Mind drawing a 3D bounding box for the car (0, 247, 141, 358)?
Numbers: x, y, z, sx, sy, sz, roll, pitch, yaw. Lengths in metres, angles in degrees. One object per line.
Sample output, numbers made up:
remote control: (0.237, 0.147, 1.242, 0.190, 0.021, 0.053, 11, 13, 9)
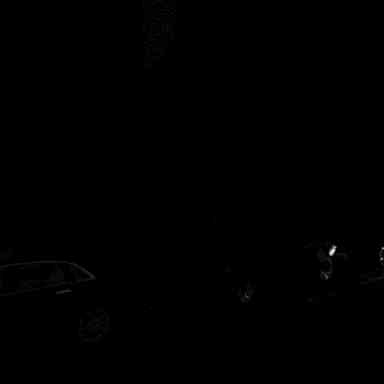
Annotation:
car: (-2.886, 1.551, 4.697, 4.403, 1.369, 2.008, 0, 1, -36)

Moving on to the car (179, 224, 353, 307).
car: (1.723, 1.548, 8.005, 4.313, 1.339, 1.947, 0, 1, -36)

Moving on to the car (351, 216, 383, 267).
car: (6.332, 1.530, 11.312, 4.313, 1.339, 1.947, 0, 1, -36)
